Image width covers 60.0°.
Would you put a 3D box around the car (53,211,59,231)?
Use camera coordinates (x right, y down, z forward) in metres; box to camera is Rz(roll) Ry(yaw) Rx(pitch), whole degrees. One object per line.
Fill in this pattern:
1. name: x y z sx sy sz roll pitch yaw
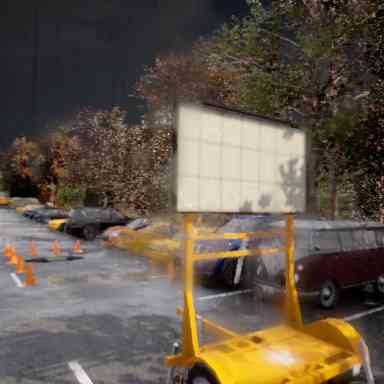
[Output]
1. car: -7.411 2.420 25.152 5.008 1.535 2.097 3 -2 -34

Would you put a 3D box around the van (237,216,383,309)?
1. van: 3.585 1.747 8.898 4.442 1.987 1.878 3 -3 -34

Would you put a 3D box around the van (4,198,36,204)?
1. van: -27.889 1.947 54.917 4.442 1.987 1.878 2 0 -34

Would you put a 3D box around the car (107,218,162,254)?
1. car: -1.118 2.198 15.943 5.008 1.535 2.097 3 -3 -34

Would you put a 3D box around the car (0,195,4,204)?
1. car: -43.325 2.107 77.199 5.008 1.535 2.097 3 0 -34

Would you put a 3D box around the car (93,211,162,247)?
1. car: -2.659 2.141 18.266 4.553 1.767 2.185 3 -3 -34

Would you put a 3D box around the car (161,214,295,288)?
1. car: 2.085 1.798 11.246 5.566 2.045 2.435 3 -3 -34

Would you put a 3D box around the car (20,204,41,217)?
1. car: -16.863 2.499 38.958 5.008 1.535 2.097 3 -1 -34

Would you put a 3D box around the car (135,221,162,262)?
1. car: 0.682 2.127 13.652 5.366 1.575 1.946 3 -3 -34

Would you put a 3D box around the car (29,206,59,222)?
1. car: -13.644 2.508 34.245 4.892 1.521 2.231 3 -2 -34

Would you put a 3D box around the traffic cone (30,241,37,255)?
1. traffic cone: -7.157 2.502 14.960 0.340 0.580 0.340 3 -3 -34

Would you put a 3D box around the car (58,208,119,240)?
1. car: -5.810 2.127 22.873 5.566 2.045 2.435 3 -3 -34

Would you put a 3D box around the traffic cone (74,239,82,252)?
1. traffic cone: -5.507 2.587 16.088 0.340 0.580 0.340 3 -3 -34

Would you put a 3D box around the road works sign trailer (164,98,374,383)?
1. road works sign trailer: 0.619 0.700 4.582 2.380 3.560 2.880 3 -3 -34

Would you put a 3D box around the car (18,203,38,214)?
1. car: -18.459 2.511 41.249 4.792 1.488 2.163 3 -1 -34

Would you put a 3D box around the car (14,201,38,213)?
1. car: -19.778 2.460 43.564 5.366 1.575 1.946 3 -1 -34

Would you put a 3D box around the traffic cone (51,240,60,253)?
1. traffic cone: -6.332 2.544 15.524 0.340 0.580 0.340 3 -3 -34

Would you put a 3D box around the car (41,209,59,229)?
1. car: -9.143 2.444 27.347 5.366 1.575 1.946 3 -2 -34

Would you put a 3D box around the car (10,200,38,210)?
1. car: -23.058 2.397 48.090 4.792 1.488 2.163 3 0 -34

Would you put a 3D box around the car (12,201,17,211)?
1. car: -21.353 2.420 45.872 5.366 1.575 1.946 3 -1 -34

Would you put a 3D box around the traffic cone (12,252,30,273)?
1. traffic cone: -5.722 2.360 11.098 0.340 0.580 0.340 3 -3 -34

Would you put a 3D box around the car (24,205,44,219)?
1. car: -15.289 2.508 36.654 5.008 1.535 2.097 3 -2 -34

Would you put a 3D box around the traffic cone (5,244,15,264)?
1. traffic cone: -6.852 2.411 12.747 0.340 0.580 0.340 3 -3 -34

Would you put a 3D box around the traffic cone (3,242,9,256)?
1. traffic cone: -7.982 2.459 14.397 0.340 0.580 0.340 3 -3 -34

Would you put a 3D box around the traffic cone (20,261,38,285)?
1. traffic cone: -4.592 2.308 9.449 0.340 0.580 0.340 3 -3 -34

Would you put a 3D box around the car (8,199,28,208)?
1. car: -24.720 2.345 50.480 4.674 1.452 2.002 3 0 -34
